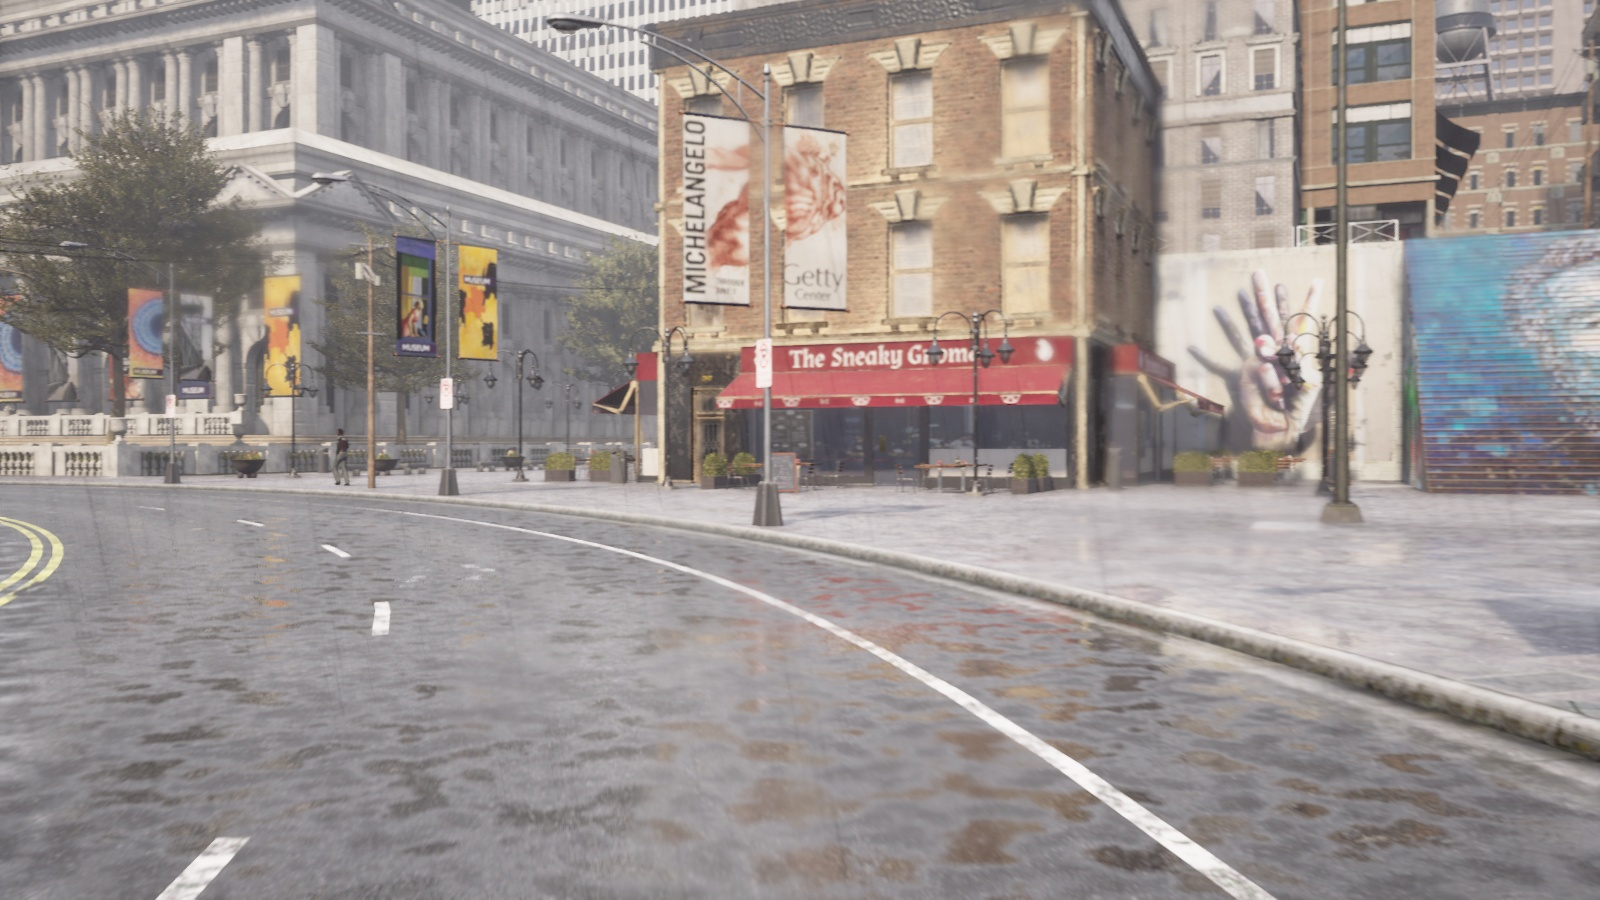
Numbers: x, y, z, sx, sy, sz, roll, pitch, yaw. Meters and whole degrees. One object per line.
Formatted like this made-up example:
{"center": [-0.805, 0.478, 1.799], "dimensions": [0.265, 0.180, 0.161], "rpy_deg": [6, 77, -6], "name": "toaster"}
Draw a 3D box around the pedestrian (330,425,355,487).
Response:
{"center": [-14.436, 0.185, 39.616], "dimensions": [0.666, 1.930, 0.402], "rpy_deg": [0, 0, 30], "name": "pedestrian"}
